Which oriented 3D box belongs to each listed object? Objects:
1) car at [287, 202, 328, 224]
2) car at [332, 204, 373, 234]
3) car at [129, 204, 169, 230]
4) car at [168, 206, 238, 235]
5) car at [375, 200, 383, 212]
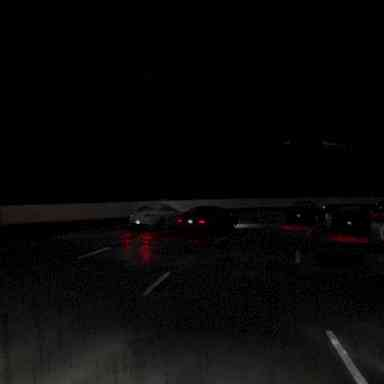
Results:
[{"bbox_3d":[8.536,1.436,24.390,1.882,1.535,5.008,0,1,34],"label":"car"},{"bbox_3d":[9.408,1.456,19.464,1.882,1.535,5.008,0,0,29],"label":"car"},{"bbox_3d":[-2.045,1.447,20.561,1.812,1.442,4.674,0,0,24],"label":"car"},{"bbox_3d":[0.970,1.490,18.487,2.033,1.411,5.357,0,0,25],"label":"car"},{"bbox_3d":[22.205,1.507,36.846,4.674,1.442,1.812,0,0,-32],"label":"car"}]
